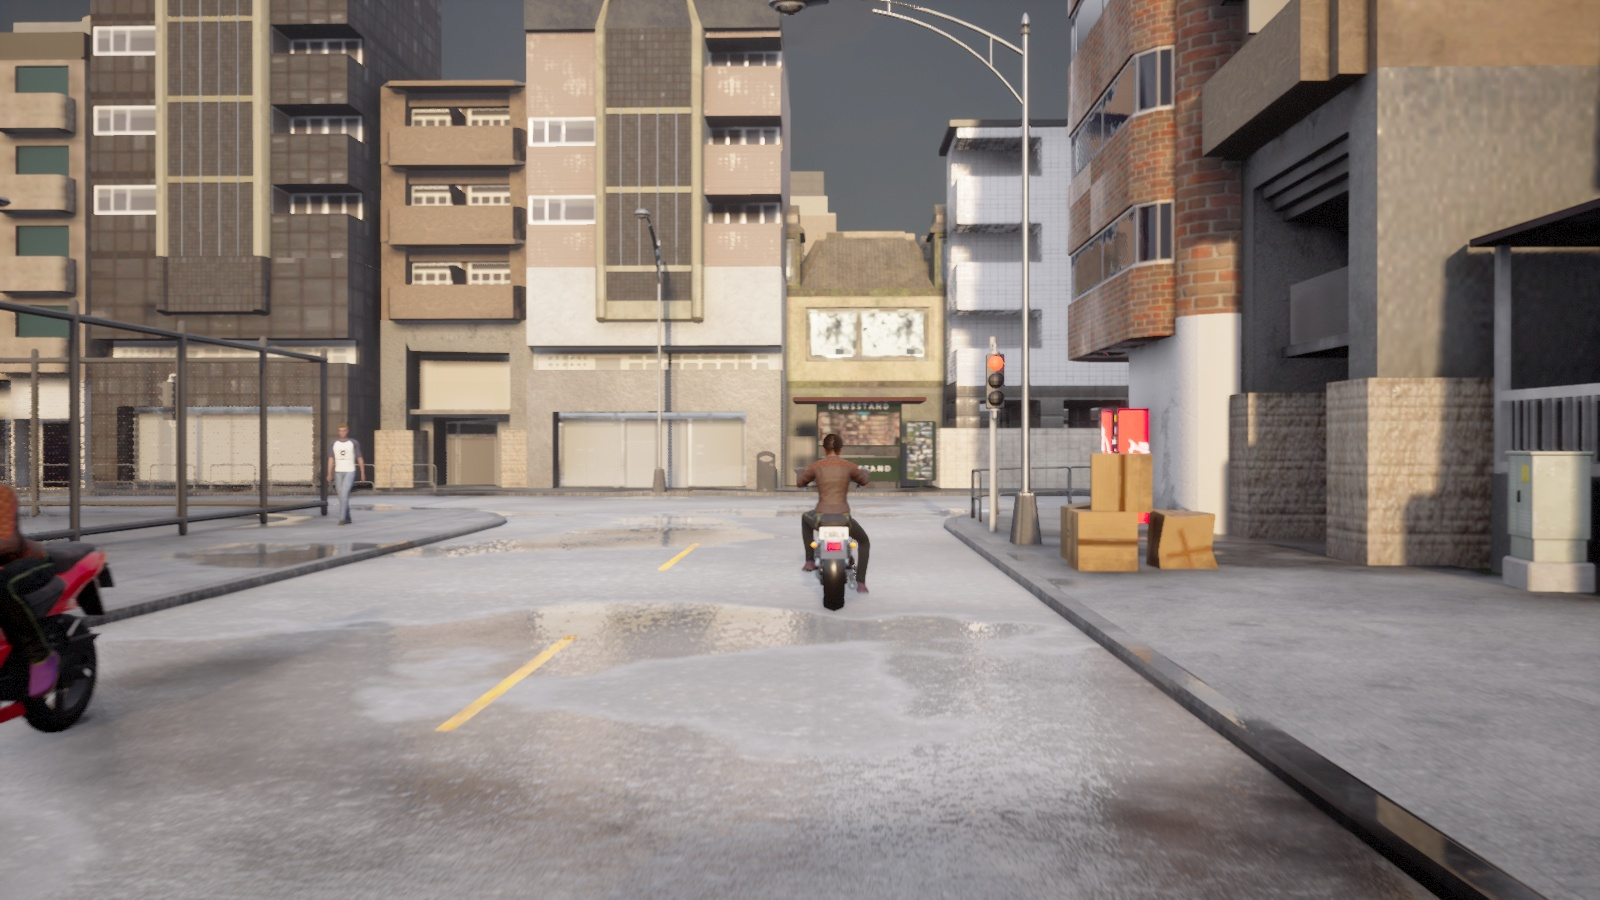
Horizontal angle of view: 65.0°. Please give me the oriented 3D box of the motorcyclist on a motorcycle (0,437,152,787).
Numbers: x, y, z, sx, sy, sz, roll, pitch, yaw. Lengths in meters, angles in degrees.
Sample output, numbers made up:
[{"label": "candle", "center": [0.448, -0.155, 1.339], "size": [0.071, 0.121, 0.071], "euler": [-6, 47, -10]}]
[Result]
[{"label": "motorcyclist on a motorcycle", "center": [-3.867, 0.702, 5.656], "size": [0.797, 1.523, 2.044], "euler": [0, 0, 2]}]

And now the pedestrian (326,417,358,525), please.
[{"label": "pedestrian", "center": [-7.925, 0.361, 21.738], "size": [0.354, 1.836, 0.706], "euler": [0, 0, -7]}]

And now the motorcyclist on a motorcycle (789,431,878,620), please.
[{"label": "motorcyclist on a motorcycle", "center": [0.309, 0.648, 12.113], "size": [0.766, 1.649, 2.350], "euler": [0, 0, 1]}]
